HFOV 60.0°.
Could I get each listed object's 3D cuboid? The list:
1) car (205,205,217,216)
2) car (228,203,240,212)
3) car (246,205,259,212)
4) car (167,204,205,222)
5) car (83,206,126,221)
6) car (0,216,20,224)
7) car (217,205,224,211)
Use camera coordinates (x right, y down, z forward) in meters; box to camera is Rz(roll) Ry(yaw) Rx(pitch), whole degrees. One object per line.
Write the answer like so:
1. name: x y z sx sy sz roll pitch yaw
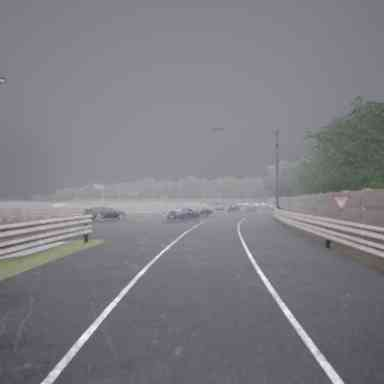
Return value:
1. car: 1.385 2.708 46.098 1.895 1.301 4.718 0 -2 25
2. car: 8.694 3.102 68.068 2.097 1.767 4.553 0 -2 12
3. car: 11.484 3.225 64.654 2.033 1.411 5.357 0 -2 14
4. car: -0.833 2.306 34.579 1.812 1.442 4.674 0 -2 31
5. car: -9.018 2.216 34.570 2.128 1.511 4.902 0 -2 33
6. car: -14.394 1.891 22.074 2.033 1.411 5.357 -1 -2 40
7. car: 5.858 3.375 71.463 1.994 1.385 4.181 0 -2 9
